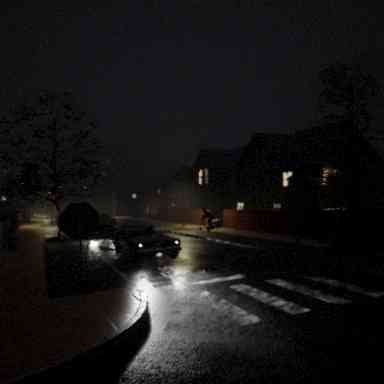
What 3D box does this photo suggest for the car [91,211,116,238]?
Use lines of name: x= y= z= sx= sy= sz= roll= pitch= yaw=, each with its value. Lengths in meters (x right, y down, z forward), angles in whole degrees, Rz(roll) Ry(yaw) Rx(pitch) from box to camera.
car: x=-6.880 y=2.428 z=24.837 sx=1.882 sy=1.535 sz=5.008 roll=-1 pitch=-2 yaw=-25

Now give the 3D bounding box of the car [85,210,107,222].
car: x=-13.387 y=3.284 z=46.116 sx=2.033 sy=1.411 sz=5.357 roll=-1 pitch=-2 yaw=-25

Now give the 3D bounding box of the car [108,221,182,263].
car: x=-2.122 y=2.116 z=14.471 sx=1.895 sy=1.301 sz=4.718 roll=-1 pitch=-2 yaw=-25

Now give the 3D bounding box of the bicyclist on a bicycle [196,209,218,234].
bicyclist on a bicycle: x=0.968 y=1.906 z=21.746 sx=1.656 sy=1.620 sz=0.582 roll=-2 pitch=-1 yaw=-25
